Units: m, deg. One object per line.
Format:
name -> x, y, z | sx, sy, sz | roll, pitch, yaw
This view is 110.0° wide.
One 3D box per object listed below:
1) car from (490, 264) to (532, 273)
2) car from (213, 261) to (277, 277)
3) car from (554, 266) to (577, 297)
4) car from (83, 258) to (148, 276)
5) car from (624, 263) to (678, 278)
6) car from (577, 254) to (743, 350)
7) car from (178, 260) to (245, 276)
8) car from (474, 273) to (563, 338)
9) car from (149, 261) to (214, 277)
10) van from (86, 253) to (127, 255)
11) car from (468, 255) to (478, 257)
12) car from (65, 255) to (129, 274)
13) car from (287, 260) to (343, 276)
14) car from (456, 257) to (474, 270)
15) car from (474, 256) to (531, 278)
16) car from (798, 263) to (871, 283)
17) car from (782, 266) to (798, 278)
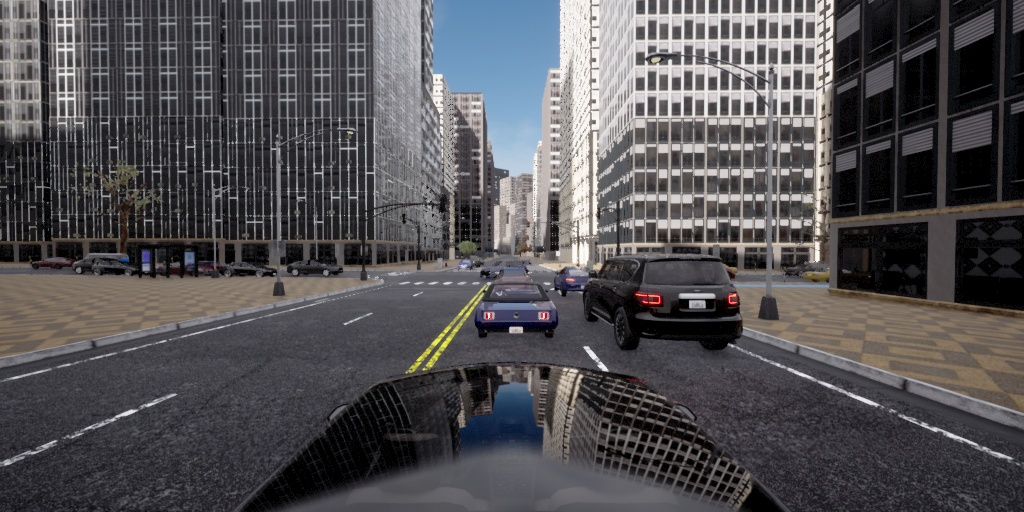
car -> 0.085, 1.304, 18.874 | 1.994, 1.385, 4.181 | 0, 0, 0
car -> -22.761, 1.172, 31.115 | 4.313, 1.339, 1.948 | 0, 0, 1
car -> 3.333, 1.266, 18.867 | 1.812, 1.442, 4.674 | 0, 0, 0
car -> -34.126, 1.068, 31.410 | 4.313, 1.339, 1.948 | 0, 0, 1
car -> 14.078, 1.442, 36.408 | 4.718, 1.301, 1.895 | 0, 1, 0
car -> 3.343, 0.968, 9.175 | 2.150, 2.045, 5.566 | 0, 0, 0
car -> -28.351, 1.112, 33.931 | 4.718, 1.301, 1.895 | 1, 1, 1
car -> 0.093, 1.347, 10.137 | 1.895, 1.301, 4.718 | 0, 0, 0
car -> -28.445, 1.137, 31.243 | 4.207, 1.307, 1.802 | 0, 0, 1
van -> -45.325, 0.603, 40.060 | 3.998, 1.789, 1.690 | 0, 0, 1
car -> -6.632, 0.922, 61.125 | 2.150, 2.045, 5.566 | 0, 0, 0
car -> -38.789, 0.921, 34.139 | 4.892, 1.490, 1.837 | 1, 1, 1
car -> -18.470, 1.106, 33.738 | 4.892, 1.490, 1.837 | 1, 1, 1
car -> -6.638, 1.239, 51.162 | 1.812, 1.442, 4.674 | 0, 0, -2
car -> -0.710, 1.148, 31.292 | 2.097, 1.767, 4.553 | 2, 1, 43
car -> 27.613, 1.577, 30.440 | 4.829, 1.417, 1.751 | 0, 0, 1
car -> 30.103, 1.459, 36.174 | 5.008, 1.535, 1.882 | 0, 1, 1
